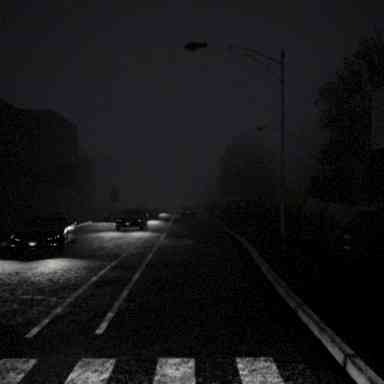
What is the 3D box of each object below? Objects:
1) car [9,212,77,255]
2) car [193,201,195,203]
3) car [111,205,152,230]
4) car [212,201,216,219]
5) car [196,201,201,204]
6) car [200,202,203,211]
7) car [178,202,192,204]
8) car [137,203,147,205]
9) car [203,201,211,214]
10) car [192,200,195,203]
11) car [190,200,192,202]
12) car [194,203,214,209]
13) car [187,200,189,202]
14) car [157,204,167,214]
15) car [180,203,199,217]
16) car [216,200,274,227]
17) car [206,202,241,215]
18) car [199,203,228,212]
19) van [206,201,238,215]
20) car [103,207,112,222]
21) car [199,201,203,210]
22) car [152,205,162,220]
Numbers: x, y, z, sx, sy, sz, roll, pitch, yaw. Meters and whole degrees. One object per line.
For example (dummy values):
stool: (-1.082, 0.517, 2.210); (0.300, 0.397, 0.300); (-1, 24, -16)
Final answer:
car: (-6.011, 1.620, 13.909); (1.837, 1.490, 4.892); (0, -1, -11)
car: (3.352, 3.266, 77.484); (5.008, 1.535, 2.097); (1, -2, -23)
car: (-4.297, 1.908, 24.309); (1.837, 1.490, 4.892); (0, -2, -2)
car: (5.046, 1.799, 30.072); (5.566, 2.045, 2.435); (1, -2, -22)
car: (3.981, 2.853, 59.605); (5.366, 1.575, 1.946); (1, -1, -22)
car: (4.362, 2.740, 53.759); (4.792, 1.488, 2.163); (1, -2, -22)
car: (-1.504, 3.185, 68.624); (1.895, 1.301, 4.718); (0, -1, -3)
car: (-7.938, 2.544, 52.290); (2.097, 1.767, 4.553); (0, -1, -1)
car: (4.734, 2.142, 41.930); (5.566, 2.045, 2.435); (1, -2, -22)
car: (3.357, 3.329, 80.522); (5.366, 1.575, 1.946); (1, -2, -24)
car: (2.592, 3.546, 89.299); (4.674, 1.452, 2.002); (1, -2, -24)
car: (2.990, 3.429, 83.411); (4.674, 1.452, 2.002); (1, -2, -24)
car: (1.972, 3.617, 95.143); (5.366, 1.575, 1.946); (1, -1, -25)
car: (-5.213, 2.757, 55.140); (2.128, 1.511, 4.902); (0, -2, -1)
car: (-0.520, 2.492, 42.564); (1.994, 1.385, 4.181); (0, -2, -2)
car: (5.183, 1.714, 27.148); (5.566, 2.045, 2.435); (1, -2, -22)
car: (4.549, 2.429, 47.840); (4.553, 1.767, 2.185); (1, -1, -22)
car: (4.055, 2.933, 62.645); (4.892, 1.521, 2.231); (1, -1, -22)
van: (4.534, 2.410, 50.841); (4.442, 1.987, 1.878); (1, -2, -22)
car: (-7.359, 2.177, 32.693); (1.812, 1.442, 4.674); (0, -2, -2)
car: (4.419, 2.786, 56.777); (5.366, 1.575, 1.946); (1, -2, -22)
car: (-4.691, 2.376, 37.076); (1.895, 1.301, 4.718); (0, -2, -1)
